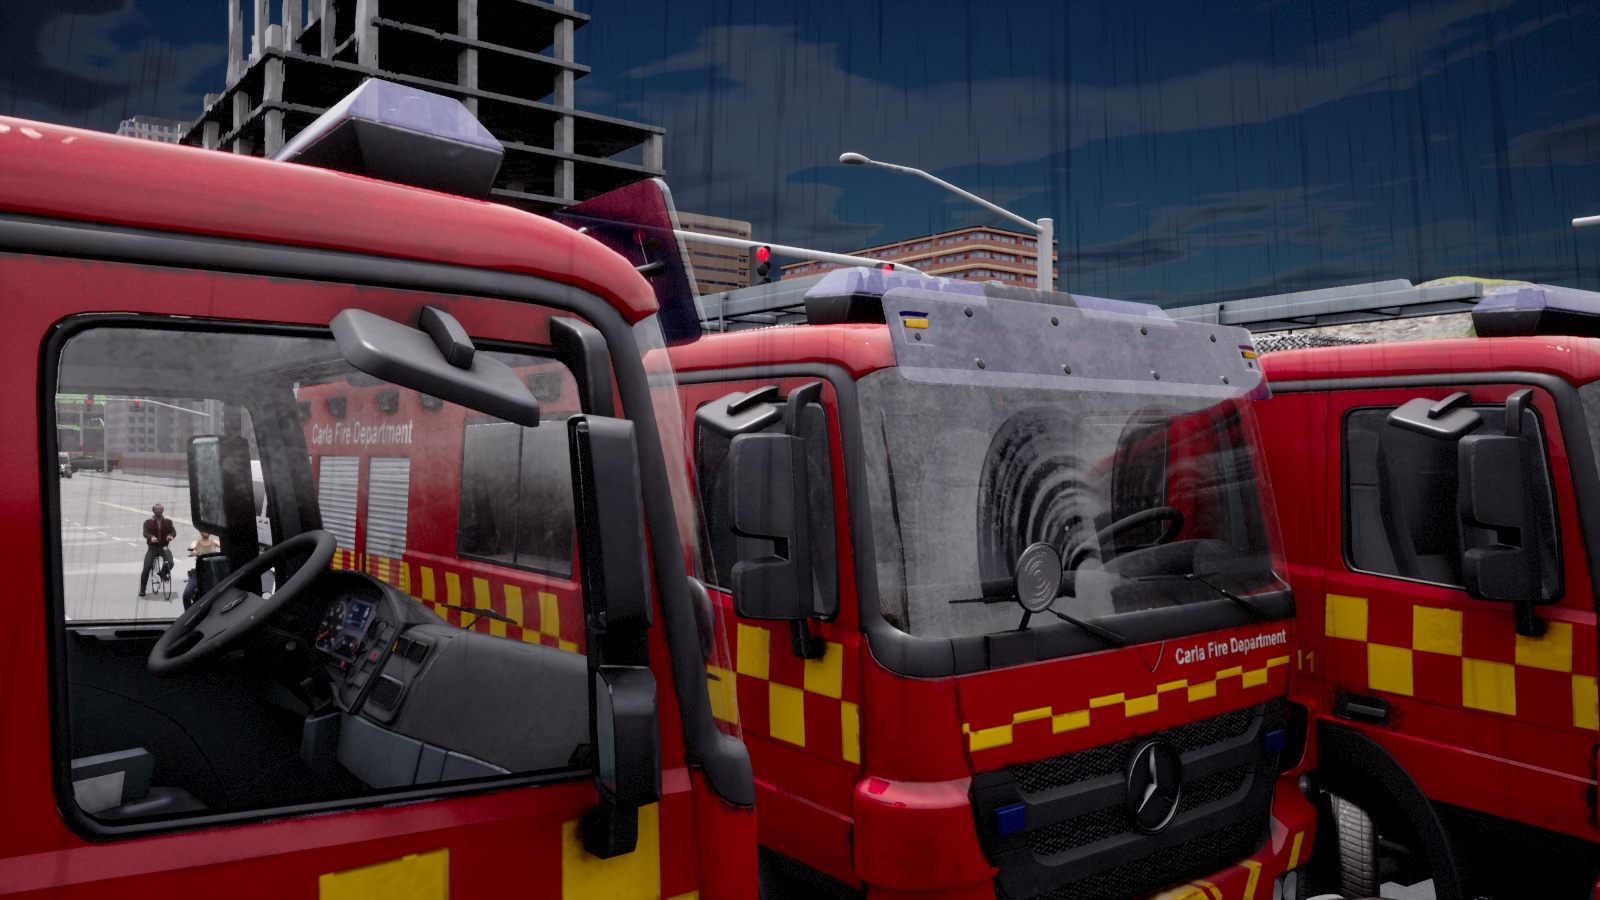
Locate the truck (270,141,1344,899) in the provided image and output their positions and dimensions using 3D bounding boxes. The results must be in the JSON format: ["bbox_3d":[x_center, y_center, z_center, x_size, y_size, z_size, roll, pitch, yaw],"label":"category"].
[{"bbox_3d":[-1.099,0.890,8.003,2.891,3.827,8.468,0,0,-38],"label":"truck"}]

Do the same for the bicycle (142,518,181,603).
[{"bbox_3d":[-12.095,2.060,21.614,0.329,1.471,1.835,0,0,-39],"label":"bicycle"}]

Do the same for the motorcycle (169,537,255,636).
[{"bbox_3d":[-9.533,2.155,18.464,0.764,1.307,2.356,0,0,-39],"label":"motorcycle"}]

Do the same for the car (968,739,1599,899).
[{"bbox_3d":[2.437,2.065,3.109,1.970,1.475,3.806,0,0,-30],"label":"car"}]

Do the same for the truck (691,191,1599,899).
[{"bbox_3d":[2.348,0.890,8.605,2.891,3.827,8.468,0,0,-31],"label":"truck"}]
